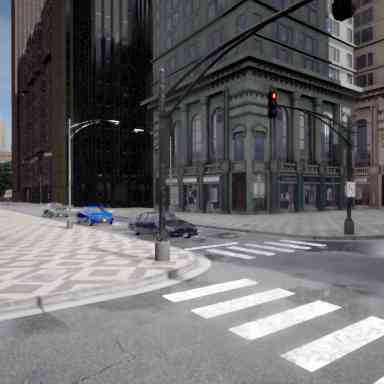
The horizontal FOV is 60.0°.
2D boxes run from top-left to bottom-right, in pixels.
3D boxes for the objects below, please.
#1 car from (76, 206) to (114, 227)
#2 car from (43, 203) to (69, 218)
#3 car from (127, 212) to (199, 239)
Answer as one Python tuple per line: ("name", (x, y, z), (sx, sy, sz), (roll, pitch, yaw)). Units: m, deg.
("car", (-8.134, 1.934, 27.598), (1.882, 1.535, 5.008), (0, -1, -35))
("car", (-15.590, 2.036, 38.147), (2.097, 1.767, 4.553), (0, -1, -35))
("car", (-1.837, 1.814, 18.698), (2.033, 1.411, 5.357), (0, -1, -35))
